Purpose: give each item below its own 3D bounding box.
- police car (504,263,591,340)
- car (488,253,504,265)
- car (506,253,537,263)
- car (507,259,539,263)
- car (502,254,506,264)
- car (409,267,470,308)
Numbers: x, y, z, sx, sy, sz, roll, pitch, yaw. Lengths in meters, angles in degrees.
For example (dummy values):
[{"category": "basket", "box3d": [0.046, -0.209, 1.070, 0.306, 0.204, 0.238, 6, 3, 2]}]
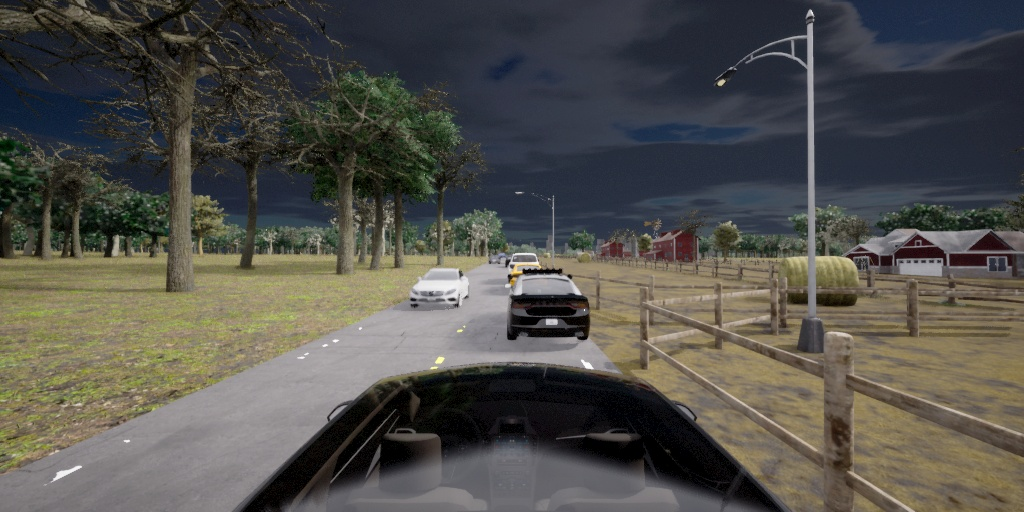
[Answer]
[{"category": "police car", "box3d": [0.826, 1.156, 10.030, 1.930, 1.638, 5.238, 0, 0, 0]}, {"category": "car", "box3d": [-2.827, 0.619, 58.202, 2.128, 1.511, 4.902, 0, 1, 0]}, {"category": "car", "box3d": [0.829, 0.810, 25.952, 2.150, 2.045, 5.566, 0, 1, 0]}, {"category": "car", "box3d": [0.828, 1.134, 19.921, 1.882, 1.535, 5.008, 0, 1, 0]}, {"category": "car", "box3d": [0.049, 0.747, 49.291, 1.882, 1.535, 5.008, 0, 1, 1]}, {"category": "car", "box3d": [-2.849, 1.226, 14.968, 1.812, 1.442, 4.674, 0, 0, 0]}]
